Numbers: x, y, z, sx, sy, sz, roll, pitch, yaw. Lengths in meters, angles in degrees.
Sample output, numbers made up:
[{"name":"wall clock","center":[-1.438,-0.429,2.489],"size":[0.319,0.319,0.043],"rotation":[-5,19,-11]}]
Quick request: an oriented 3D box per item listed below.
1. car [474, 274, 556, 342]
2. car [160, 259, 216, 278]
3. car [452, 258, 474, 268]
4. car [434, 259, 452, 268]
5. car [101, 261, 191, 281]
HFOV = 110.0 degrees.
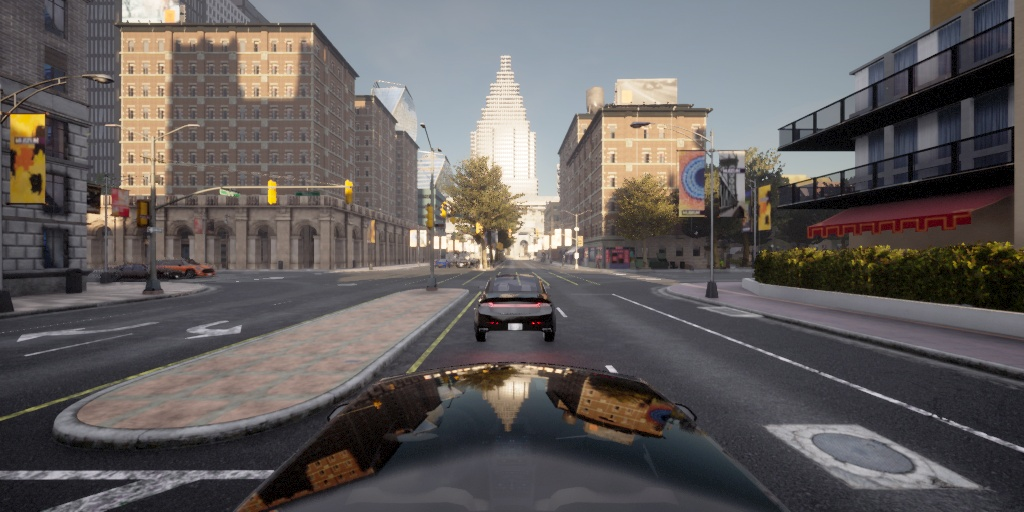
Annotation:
[{"name":"car","center":[0.080,1.241,9.796],"size":[2.128,1.511,4.902],"rotation":[0,0,0]},{"name":"car","center":[-29.886,1.102,32.737],"size":[4.553,1.767,2.097],"rotation":[0,0,0]},{"name":"car","center":[-8.053,1.241,59.613],"size":[2.128,1.511,4.902],"rotation":[0,0,0]},{"name":"car","center":[-11.550,1.227,60.028],"size":[1.882,1.535,5.008],"rotation":[0,0,0]},{"name":"car","center":[-29.988,1.297,29.233],"size":[5.357,1.411,2.033],"rotation":[0,0,0]}]
